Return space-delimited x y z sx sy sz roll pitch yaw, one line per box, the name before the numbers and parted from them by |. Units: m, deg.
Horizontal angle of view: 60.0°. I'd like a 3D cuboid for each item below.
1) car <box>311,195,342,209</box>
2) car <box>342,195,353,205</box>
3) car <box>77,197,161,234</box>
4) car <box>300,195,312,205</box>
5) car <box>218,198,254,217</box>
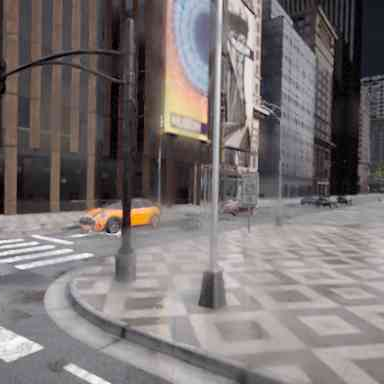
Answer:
car | 16.899 1.232 41.562 1.837 1.490 4.892 2 1 36
car | 22.868 1.185 50.110 1.837 1.490 4.892 2 1 35
car | -3.774 1.119 17.758 2.097 1.767 4.553 2 1 36
car | 16.862 1.170 46.809 2.033 1.411 5.357 2 1 35
car | 3.661 1.242 28.257 1.812 1.442 4.674 2 2 35
